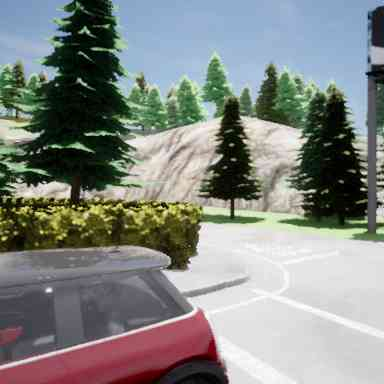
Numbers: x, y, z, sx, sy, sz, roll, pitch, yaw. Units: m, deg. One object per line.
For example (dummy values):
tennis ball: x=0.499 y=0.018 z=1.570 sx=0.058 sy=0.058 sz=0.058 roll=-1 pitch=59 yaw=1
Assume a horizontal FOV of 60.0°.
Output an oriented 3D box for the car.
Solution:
car: x=-1.938 y=1.350 z=2.585 sx=4.553 sy=1.767 sz=2.097 roll=0 pitch=0 yaw=-34
